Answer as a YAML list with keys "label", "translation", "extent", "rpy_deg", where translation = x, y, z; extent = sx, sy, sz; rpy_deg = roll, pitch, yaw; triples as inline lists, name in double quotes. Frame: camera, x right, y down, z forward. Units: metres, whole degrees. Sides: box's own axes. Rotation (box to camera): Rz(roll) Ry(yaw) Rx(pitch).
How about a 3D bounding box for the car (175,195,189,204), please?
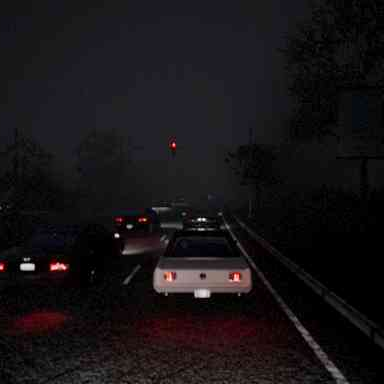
- label: "car"
  translation: [-2.393, 1.375, 65.790]
  extent: [2.097, 1.767, 4.553]
  rpy_deg: [0, 0, 8]

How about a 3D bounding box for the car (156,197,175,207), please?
- label: "car"
  translation: [-4.294, 1.618, 50.470]
  extent: [1.895, 1.301, 4.718]
  rpy_deg: [0, 0, 6]

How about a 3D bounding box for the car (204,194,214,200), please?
- label: "car"
  translation: [4.479, 1.358, 86.604]
  extent: [1.882, 1.535, 5.008]
  rpy_deg: [0, 0, 11]

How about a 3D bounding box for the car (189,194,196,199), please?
- label: "car"
  translation: [-0.048, 1.143, 81.047]
  extent: [1.837, 1.490, 4.892]
  rpy_deg: [0, 0, 10]

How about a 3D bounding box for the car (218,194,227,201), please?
- label: "car"
  translation: [8.000, 1.376, 86.398]
  extent: [1.882, 1.535, 5.008]
  rpy_deg: [0, 0, 11]

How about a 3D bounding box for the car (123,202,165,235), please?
- label: "car"
  translation: [-2.935, 1.532, 18.756]
  extent: [1.812, 1.442, 4.674]
  rpy_deg: [0, 0, 4]

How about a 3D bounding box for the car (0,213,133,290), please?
- label: "car"
  translation: [-3.254, 1.551, 9.179]
  extent: [2.033, 1.411, 5.357]
  rpy_deg: [0, 0, 1]

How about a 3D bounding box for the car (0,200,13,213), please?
- label: "car"
  translation: [-22.291, 1.237, 35.764]
  extent: [5.566, 2.045, 2.150]
  rpy_deg: [0, 0, 7]

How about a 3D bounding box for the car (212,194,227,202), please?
- label: "car"
  translation: [6.334, 1.574, 76.693]
  extent: [1.994, 1.385, 4.181]
  rpy_deg: [0, 0, 10]

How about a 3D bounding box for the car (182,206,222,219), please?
- label: "car"
  translation: [0.526, 1.511, 17.641]
  extent: [1.837, 1.490, 4.892]
  rpy_deg: [0, 0, 2]

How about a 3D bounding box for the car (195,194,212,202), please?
- label: "car"
  translation: [2.738, 1.545, 76.384]
  extent: [2.128, 1.511, 4.902]
  rpy_deg: [0, 0, 10]

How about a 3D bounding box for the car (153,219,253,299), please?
- label: "car"
  translation: [0.234, 1.604, 8.416]
  extent: [1.895, 1.301, 4.718]
  rpy_deg: [0, 0, 1]
